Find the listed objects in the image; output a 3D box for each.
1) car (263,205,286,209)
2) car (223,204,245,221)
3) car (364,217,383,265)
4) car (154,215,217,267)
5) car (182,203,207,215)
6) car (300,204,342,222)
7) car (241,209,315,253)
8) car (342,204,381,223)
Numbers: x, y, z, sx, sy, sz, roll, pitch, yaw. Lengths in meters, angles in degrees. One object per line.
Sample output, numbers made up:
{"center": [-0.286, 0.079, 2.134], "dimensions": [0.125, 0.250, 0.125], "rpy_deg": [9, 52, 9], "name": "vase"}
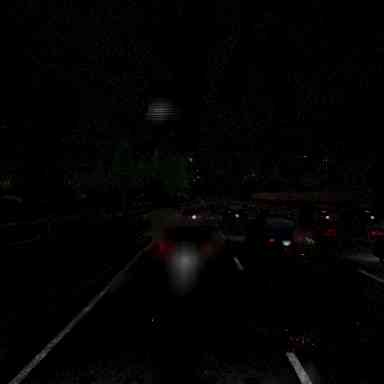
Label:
{"center": [7.241, 1.824, 29.015], "dimensions": [1.994, 1.385, 4.181], "rpy_deg": [0, -1, 1], "name": "car"}
{"center": [3.744, 1.789, 29.478], "dimensions": [1.812, 1.442, 4.674], "rpy_deg": [0, 0, 1], "name": "car"}
{"center": [6.786, 1.625, 8.492], "dimensions": [2.033, 1.411, 5.357], "rpy_deg": [0, 0, 2], "name": "car"}
{"center": [-0.128, 1.708, 11.883], "dimensions": [1.895, 1.301, 4.718], "rpy_deg": [0, 0, 1], "name": "car"}
{"center": [0.235, 1.762, 28.803], "dimensions": [1.837, 1.490, 4.892], "rpy_deg": [0, -1, 1], "name": "car"}
{"center": [10.733, 1.762, 28.618], "dimensions": [1.837, 1.490, 4.892], "rpy_deg": [0, -1, 1], "name": "car"}
{"center": [3.421, 1.653, 14.167], "dimensions": [1.812, 1.442, 4.674], "rpy_deg": [0, 0, 1], "name": "car"}
{"center": [14.232, 1.762, 28.543], "dimensions": [1.837, 1.490, 4.892], "rpy_deg": [0, -1, 1], "name": "car"}
